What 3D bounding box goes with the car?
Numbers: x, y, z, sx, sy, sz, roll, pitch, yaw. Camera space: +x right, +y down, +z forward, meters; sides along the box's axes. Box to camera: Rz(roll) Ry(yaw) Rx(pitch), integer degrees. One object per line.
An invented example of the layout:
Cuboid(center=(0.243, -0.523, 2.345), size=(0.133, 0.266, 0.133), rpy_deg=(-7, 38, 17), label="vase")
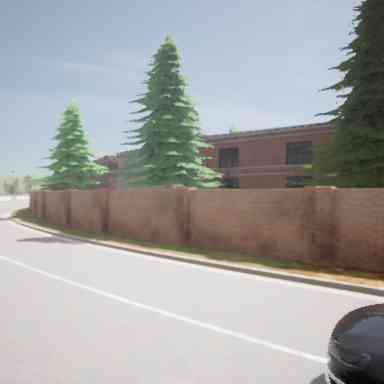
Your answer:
Cuboid(center=(3.677, 1.584, 2.628), size=(4.892, 1.490, 1.837), rpy_deg=(0, -1, 35), label="car")
